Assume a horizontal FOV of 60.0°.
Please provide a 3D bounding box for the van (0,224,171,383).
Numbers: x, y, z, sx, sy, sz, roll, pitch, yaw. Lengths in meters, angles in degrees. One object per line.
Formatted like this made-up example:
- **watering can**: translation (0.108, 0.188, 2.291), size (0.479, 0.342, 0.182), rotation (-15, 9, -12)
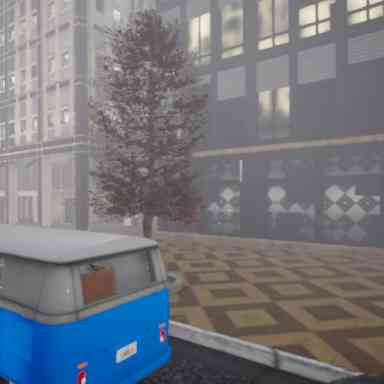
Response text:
- **van**: translation (-2.163, 1.385, 4.418), size (3.998, 1.788, 1.690), rotation (-1, 0, 36)

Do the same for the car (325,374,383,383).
- **car**: translation (2.477, 1.535, 1.108), size (4.403, 1.369, 2.008), rotation (-1, 0, 36)
